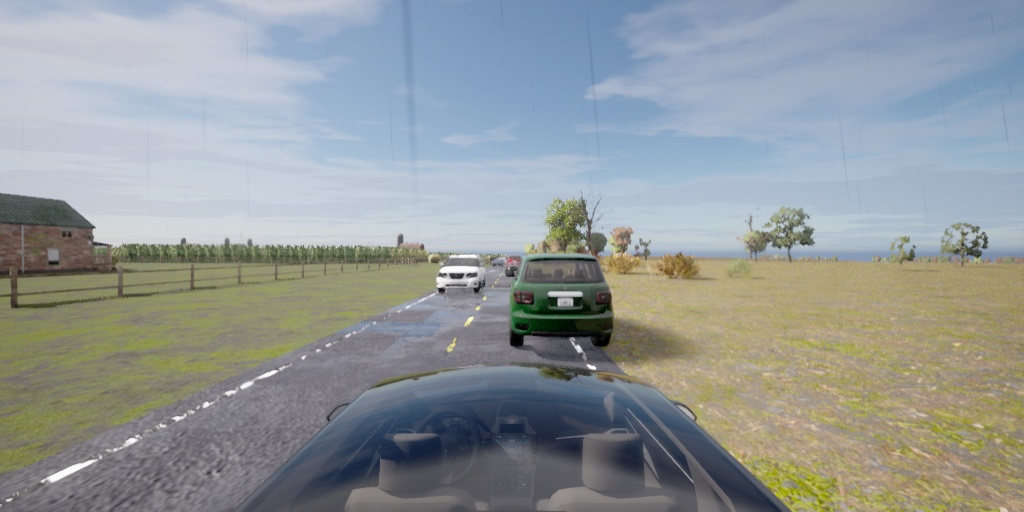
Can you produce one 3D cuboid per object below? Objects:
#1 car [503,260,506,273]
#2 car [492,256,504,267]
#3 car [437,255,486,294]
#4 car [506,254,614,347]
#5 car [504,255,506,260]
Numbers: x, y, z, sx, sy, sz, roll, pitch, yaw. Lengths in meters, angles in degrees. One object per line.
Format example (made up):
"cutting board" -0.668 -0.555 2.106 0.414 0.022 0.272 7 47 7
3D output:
"car" 0.344 1.290 38.079 1.895 1.301 4.718 0 0 1
"car" -2.396 1.199 61.201 2.033 1.411 5.357 0 0 1
"car" -2.712 0.940 20.342 2.150 2.045 5.566 0 0 0
"car" 1.025 0.962 9.441 2.150 2.045 5.566 0 0 0
"car" 0.373 0.893 48.795 2.150 2.045 5.566 0 0 1
